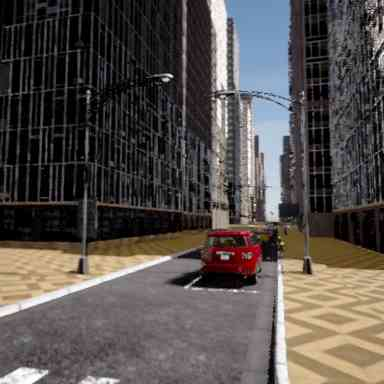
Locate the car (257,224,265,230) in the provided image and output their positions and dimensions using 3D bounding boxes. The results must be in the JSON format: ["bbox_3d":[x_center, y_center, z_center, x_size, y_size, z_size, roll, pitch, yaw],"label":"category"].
[{"bbox_3d":[18.757,9.397,89.862,1.882,1.535,5.008,-1,-5,14],"label":"car"}]

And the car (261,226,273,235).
[{"bbox_3d":[12.663,6.471,56.162,1.752,1.417,4.829,-1,-5,14],"label":"car"}]

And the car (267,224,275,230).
[{"bbox_3d":[20.998,9.311,88.285,1.752,1.417,4.829,-1,-5,14],"label":"car"}]

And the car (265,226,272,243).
[{"bbox_3d":[7.107,4.575,34.747,1.752,1.417,4.829,-1,-5,14],"label":"car"}]

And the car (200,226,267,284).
[{"bbox_3d":[1.691,2.468,13.380,2.192,1.841,5.009,-1,-5,14],"label":"car"}]

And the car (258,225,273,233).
[{"bbox_3d":[8.453,5.054,39.935,1.887,1.381,4.507,-1,-5,14],"label":"car"}]

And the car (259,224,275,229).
[{"bbox_3d":[11.231,6.008,50.642,2.008,1.369,4.403,-1,-5,14],"label":"car"}]

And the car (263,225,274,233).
[{"bbox_3d":[15.399,7.423,66.704,1.887,1.381,4.507,-1,-5,14],"label":"car"}]
